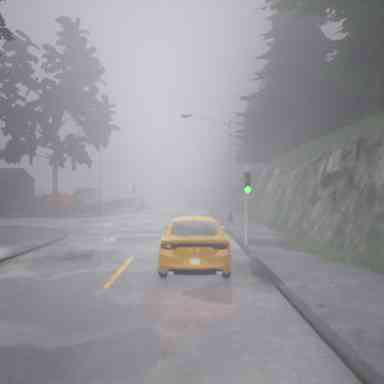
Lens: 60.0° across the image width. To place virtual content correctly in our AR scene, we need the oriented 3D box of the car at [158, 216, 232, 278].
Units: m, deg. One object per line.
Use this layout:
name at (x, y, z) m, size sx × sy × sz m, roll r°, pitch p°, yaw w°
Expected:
car at (0.062, 1.474, 10.225) m, size 1.882 × 1.535 × 5.008 m, roll 0°, pitch 0°, yaw 0°

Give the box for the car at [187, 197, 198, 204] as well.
car at (0.088, 1.577, 61.260) m, size 1.895 × 1.301 × 4.718 m, roll 0°, pitch 0°, yaw 0°
